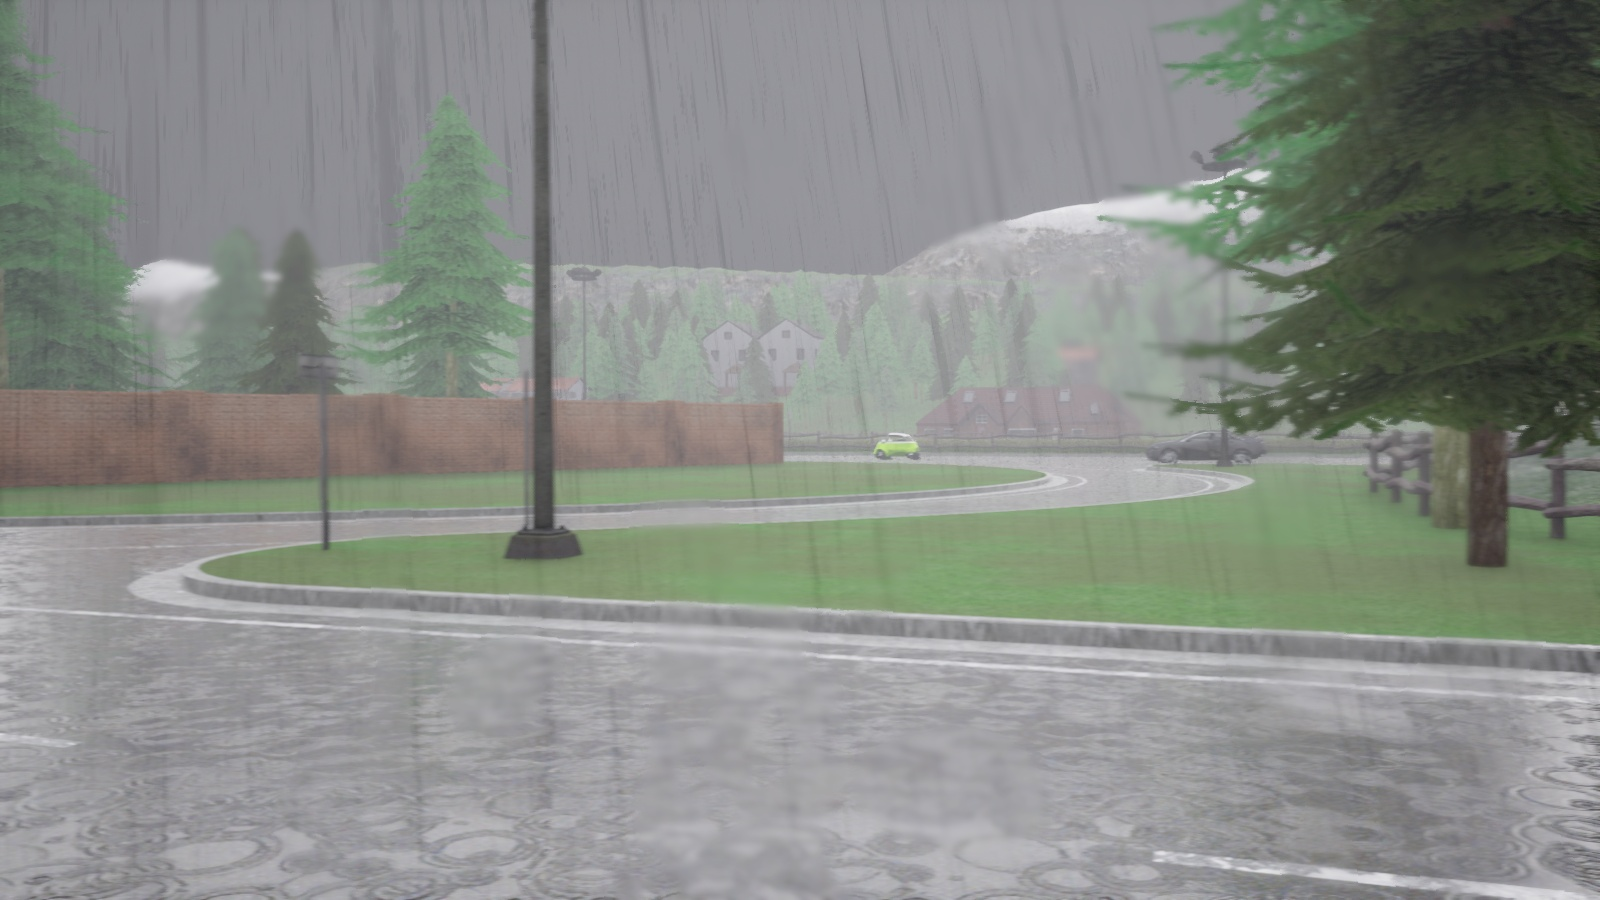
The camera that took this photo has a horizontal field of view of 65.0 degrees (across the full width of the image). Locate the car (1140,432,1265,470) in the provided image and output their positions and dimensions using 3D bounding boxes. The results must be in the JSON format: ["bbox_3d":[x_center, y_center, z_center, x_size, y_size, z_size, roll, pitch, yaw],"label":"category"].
[{"bbox_3d":[16.812,0.002,52.524,4.902,1.511,2.128,1,1,19],"label":"car"}]

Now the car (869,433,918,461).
[{"bbox_3d":[4.765,-0.164,64.006,2.207,1.376,1.481,1,1,19],"label":"car"}]
